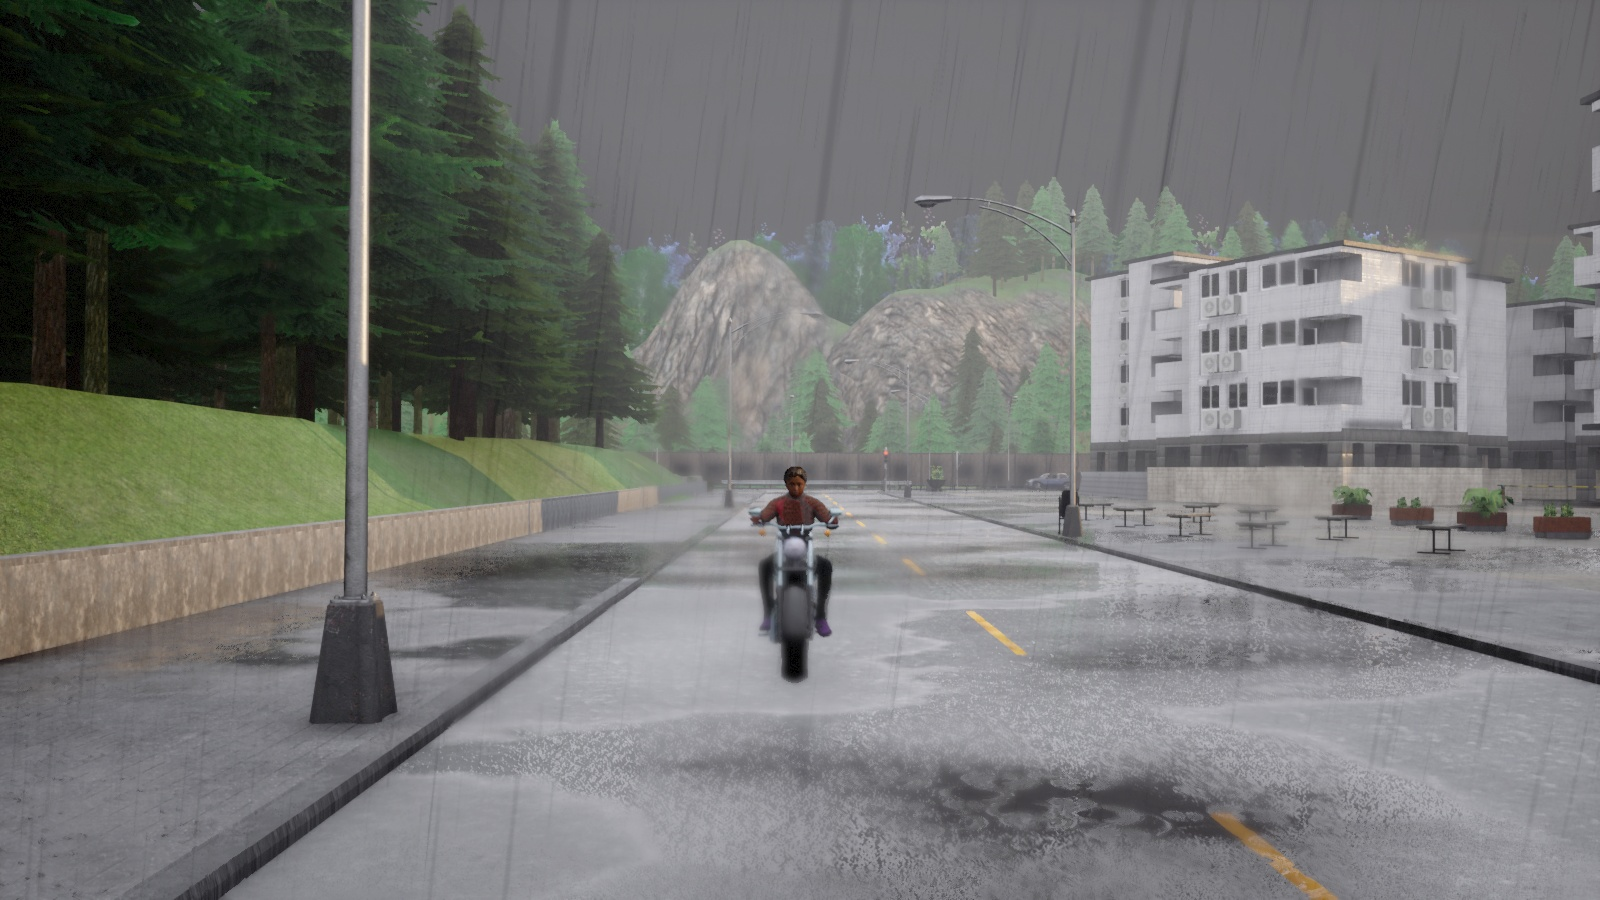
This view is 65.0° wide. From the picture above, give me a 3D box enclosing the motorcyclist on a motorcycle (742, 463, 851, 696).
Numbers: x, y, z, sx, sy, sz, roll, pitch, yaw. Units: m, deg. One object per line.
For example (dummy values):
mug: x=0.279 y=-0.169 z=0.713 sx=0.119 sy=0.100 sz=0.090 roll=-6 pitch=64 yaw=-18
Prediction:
motorcyclist on a motorcycle: x=-0.030 y=0.934 z=10.096 sx=0.766 sy=1.649 sz=2.350 roll=0 pitch=-1 yaw=0
